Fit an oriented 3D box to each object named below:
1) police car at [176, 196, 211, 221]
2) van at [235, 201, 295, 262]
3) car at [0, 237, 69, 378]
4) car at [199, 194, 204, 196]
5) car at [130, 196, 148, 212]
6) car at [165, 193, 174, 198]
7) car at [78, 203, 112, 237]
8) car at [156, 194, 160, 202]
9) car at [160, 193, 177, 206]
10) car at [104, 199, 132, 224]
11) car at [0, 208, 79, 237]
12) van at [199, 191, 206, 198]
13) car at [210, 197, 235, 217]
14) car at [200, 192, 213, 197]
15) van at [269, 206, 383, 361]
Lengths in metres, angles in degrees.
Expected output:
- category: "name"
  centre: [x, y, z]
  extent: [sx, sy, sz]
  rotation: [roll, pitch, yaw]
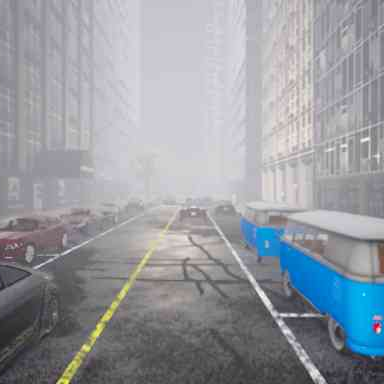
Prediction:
- category: "police car"
  centre: [0.099, 1.315, 25.042]
  extent: [2.038, 1.542, 4.974]
  rotation: [0, 0, 0]
- category: "van"
  centre: [2.689, 1.259, 11.420]
  extent: [1.690, 1.788, 3.998]
  rotation: [0, 0, 0]
- category: "car"
  centre: [-3.099, 1.537, 3.690]
  extent: [1.994, 1.385, 4.181]
  rotation: [0, 0, 0]
- category: "car"
  centre: [0.100, 1.244, 42.194]
  extent: [1.994, 1.385, 4.181]
  rotation: [0, 0, 0]
- category: "car"
  centre: [-5.692, 1.183, 34.214]
  extent: [1.967, 1.590, 4.097]
  rotation: [0, 0, 0]
- category: "car"
  centre: [-5.692, 0.867, 85.508]
  extent: [1.947, 1.339, 4.313]
  rotation: [0, 1, 0]
- category: "car"
  centre: [-5.692, 1.457, 17.121]
  extent: [1.802, 1.307, 4.206]
  rotation: [0, 0, 0]
- category: "car"
  centre: [-5.693, 1.069, 62.704]
  extent: [2.008, 1.369, 4.403]
  rotation: [0, 0, 0]
- category: "car"
  centre: [-3.083, 1.203, 47.432]
  extent: [1.994, 1.385, 4.181]
  rotation: [0, 0, 0]
- category: "car"
  centre: [-5.692, 1.382, 22.818]
  extent: [2.008, 1.369, 4.403]
  rotation: [0, 0, 0]
- category: "car"
  centre: [-5.692, 1.462, 11.422]
  extent: [1.887, 1.381, 4.507]
  rotation: [0, 0, 0]
- category: "van"
  centre: [2.690, 0.643, 85.506]
  extent: [1.690, 1.788, 3.998]
  rotation: [0, 1, 0]
- category: "car"
  centre: [2.688, 1.354, 28.518]
  extent: [1.947, 1.339, 4.313]
  rotation: [0, 0, 0]
- category: "car"
  centre: [2.687, 1.109, 57.006]
  extent: [1.887, 1.381, 4.507]
  rotation: [0, 0, 0]
- category: "van"
  centre: [2.689, 1.300, 5.721]
  extent: [1.690, 1.788, 3.998]
  rotation: [0, 0, 0]
